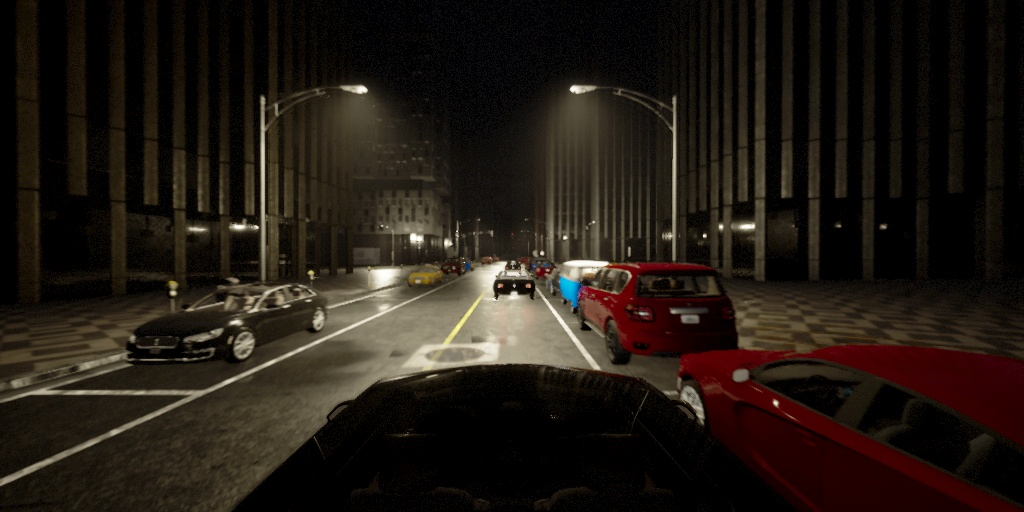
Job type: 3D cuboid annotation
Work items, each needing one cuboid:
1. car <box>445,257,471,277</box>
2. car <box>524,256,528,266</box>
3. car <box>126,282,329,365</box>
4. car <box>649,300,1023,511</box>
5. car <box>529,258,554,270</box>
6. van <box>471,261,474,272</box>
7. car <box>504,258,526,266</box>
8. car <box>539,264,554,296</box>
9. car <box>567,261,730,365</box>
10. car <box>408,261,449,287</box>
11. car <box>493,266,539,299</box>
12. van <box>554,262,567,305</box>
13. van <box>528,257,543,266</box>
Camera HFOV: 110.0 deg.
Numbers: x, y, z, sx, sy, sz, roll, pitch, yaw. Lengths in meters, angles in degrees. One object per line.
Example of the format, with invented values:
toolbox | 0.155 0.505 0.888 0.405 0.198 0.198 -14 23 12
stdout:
car | -5.759 1.033 35.603 2.192 1.841 5.009 0 0 0
car | 2.772 1.028 41.115 2.192 1.841 5.009 0 0 0
car | -5.769 1.295 7.979 2.007 1.370 4.403 0 0 0
car | 2.774 1.294 2.437 1.888 1.381 4.507 0 0 0
car | 2.772 1.163 30.064 1.967 1.591 4.097 0 0 0
van | -5.758 1.054 41.129 1.690 1.789 3.998 0 0 0
car | 0.112 1.262 38.404 2.033 1.411 5.357 0 0 0
car | 2.773 1.284 19.013 2.007 1.370 4.403 0 0 0
car | 2.773 1.059 7.962 2.192 1.841 5.009 0 0 0
car | -5.763 1.254 24.384 1.751 1.417 4.829 0 0 0
car | 0.103 1.335 17.853 1.895 1.301 4.718 0 0 0
van | 2.773 1.079 13.488 1.690 1.789 3.998 0 0 0
van | 2.772 1.058 35.589 1.690 1.789 3.998 0 0 0
